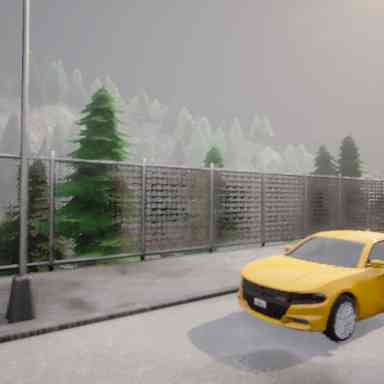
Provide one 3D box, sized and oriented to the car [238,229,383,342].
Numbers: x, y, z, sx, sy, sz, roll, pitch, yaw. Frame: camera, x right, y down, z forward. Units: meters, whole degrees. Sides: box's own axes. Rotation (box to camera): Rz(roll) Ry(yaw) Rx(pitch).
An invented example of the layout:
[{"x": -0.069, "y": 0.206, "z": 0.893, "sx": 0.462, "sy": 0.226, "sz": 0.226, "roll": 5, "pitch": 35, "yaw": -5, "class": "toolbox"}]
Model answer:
[{"x": 3.152, "y": 1.557, "z": 6.777, "sx": 5.008, "sy": 1.535, "sz": 1.882, "roll": 1, "pitch": -1, "yaw": -35, "class": "car"}]
